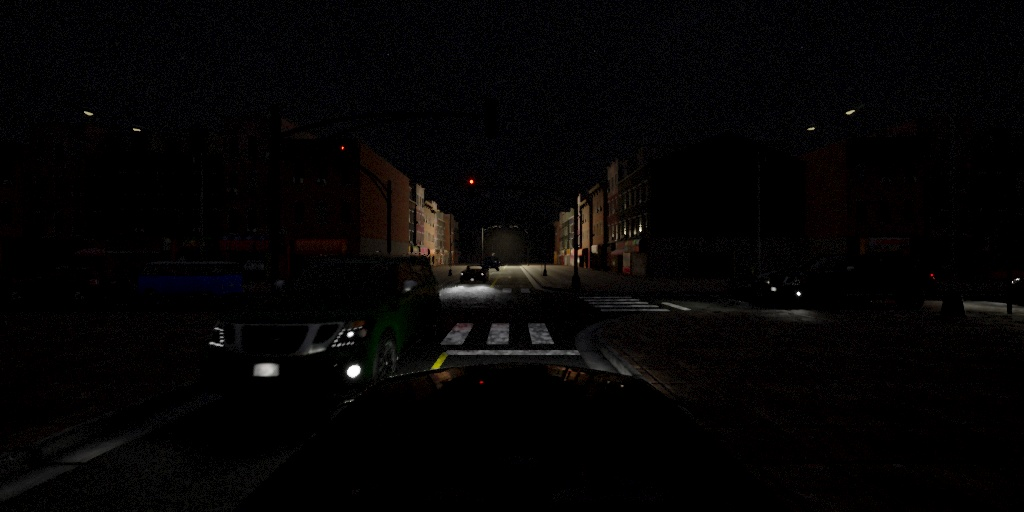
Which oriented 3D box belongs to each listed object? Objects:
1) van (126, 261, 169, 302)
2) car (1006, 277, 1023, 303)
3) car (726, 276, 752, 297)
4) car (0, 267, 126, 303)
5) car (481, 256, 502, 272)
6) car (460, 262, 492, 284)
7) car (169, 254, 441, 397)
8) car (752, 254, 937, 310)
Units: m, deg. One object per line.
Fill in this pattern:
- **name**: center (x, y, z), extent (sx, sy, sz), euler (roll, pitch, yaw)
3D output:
- **van**: center (-14.716, 1.124, 16.454), extent (3.998, 1.789, 1.690), euler (0, 0, 0)
- **car**: center (22.656, 1.048, 14.022), extent (4.553, 1.767, 2.097), euler (0, 0, 0)
- **car**: center (12.286, 1.267, 16.532), extent (4.403, 1.370, 2.007), euler (0, 0, 0)
- **car**: center (-20.191, 1.239, 16.438), extent (4.097, 1.591, 1.967), euler (0, 0, 0)
- **car**: center (-2.760, 1.000, 47.002), extent (2.150, 2.045, 5.566), euler (0, 0, 0)
- **car**: center (-2.803, 1.365, 27.488), extent (1.895, 1.301, 4.718), euler (0, 0, 0)
- **car**: center (-2.841, 0.972, 6.916), extent (2.150, 2.045, 5.566), euler (0, 0, 0)
- **car**: center (12.972, 0.935, 13.998), extent (5.566, 2.045, 2.150), euler (0, 0, 0)
